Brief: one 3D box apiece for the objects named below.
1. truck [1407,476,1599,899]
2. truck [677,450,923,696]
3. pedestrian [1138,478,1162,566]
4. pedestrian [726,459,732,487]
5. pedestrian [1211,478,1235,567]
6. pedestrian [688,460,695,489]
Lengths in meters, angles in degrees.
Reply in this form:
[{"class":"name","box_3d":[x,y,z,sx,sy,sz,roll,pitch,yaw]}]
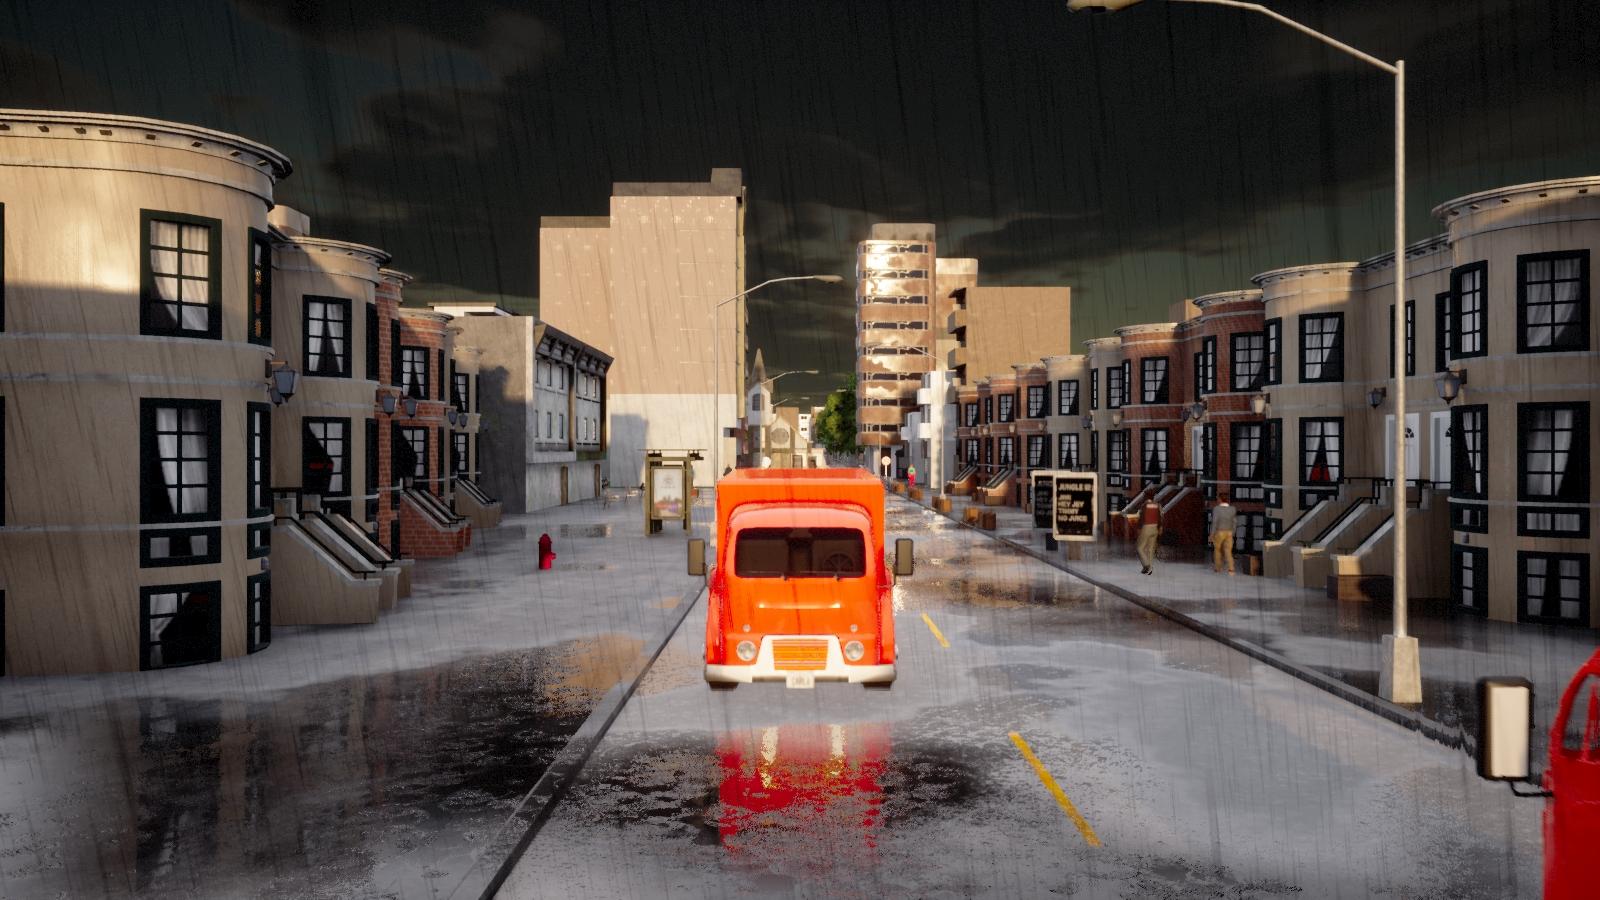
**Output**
[{"class":"truck","box_3d":[4.001,1.350,2.457,2.627,2.467,5.204,0,0,0]},{"class":"truck","box_3d":[0.000,1.327,14.831,2.627,2.467,5.204,0,2,0]},{"class":"pedestrian","box_3d":[7.506,1.534,24.497,0.375,1.860,0.375,0,0,-9]},{"class":"pedestrian","box_3d":[-4.749,1.554,76.344,0.375,1.860,0.375,0,0,-2]},{"class":"pedestrian","box_3d":[8.986,1.534,24.282,0.375,1.860,0.375,0,0,0]},{"class":"pedestrian","box_3d":[-6.939,1.556,73.059,0.375,1.860,0.375,0,0,16]}]
